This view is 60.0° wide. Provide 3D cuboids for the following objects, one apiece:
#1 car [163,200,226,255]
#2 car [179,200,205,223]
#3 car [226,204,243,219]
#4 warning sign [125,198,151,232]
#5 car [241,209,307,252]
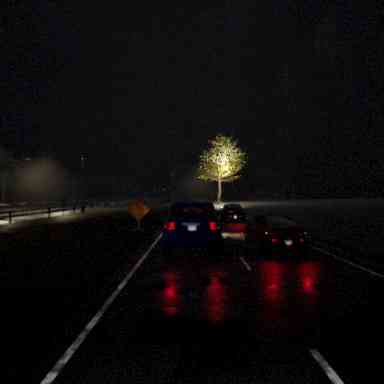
[{"bbox_3d":[0.006,1.350,14.007,2.150,2.045,5.566,0,0,0],"label":"car"},{"bbox_3d":[0.015,1.626,29.070,2.097,1.767,4.553,0,-1,0],"label":"car"},{"bbox_3d":[3.517,1.786,29.299,1.837,1.490,4.892,0,0,0],"label":"car"},{"bbox_3d":[-3.041,1.296,18.954,1.300,1.860,1.060,0,0,0],"label":"warning sign"},{"bbox_3d":[3.512,1.663,14.373,1.812,1.442,4.674,0,0,0],"label":"car"}]
